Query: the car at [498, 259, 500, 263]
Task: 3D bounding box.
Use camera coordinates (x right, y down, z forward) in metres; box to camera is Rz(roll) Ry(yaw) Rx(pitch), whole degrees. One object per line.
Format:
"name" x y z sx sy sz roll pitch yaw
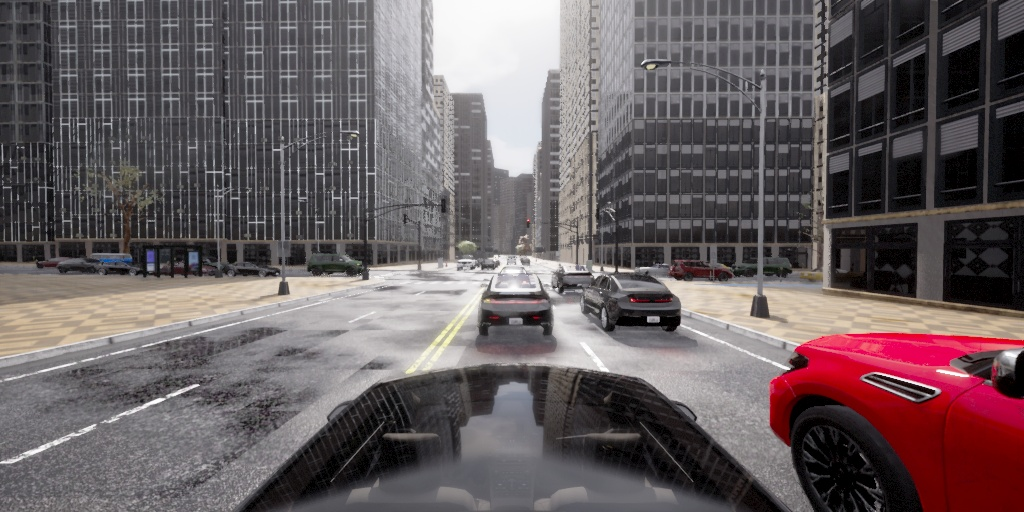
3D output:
"car" -3.401 1.267 61.752 1.994 1.385 4.181 0 0 0

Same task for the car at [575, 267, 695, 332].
"car" 3.339 1.250 10.888 1.837 1.490 4.892 0 0 0

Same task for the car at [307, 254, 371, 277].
"car" -16.349 0.846 33.917 5.566 2.045 2.150 0 1 4

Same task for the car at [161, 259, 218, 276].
"car" -28.450 1.138 31.606 4.207 1.307 1.802 0 0 1

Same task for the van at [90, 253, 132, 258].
"van" -45.332 0.605 40.420 3.998 1.789 1.690 0 0 1

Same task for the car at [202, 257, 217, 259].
"car" -29.085 0.859 34.305 4.553 1.767 2.097 0 1 1

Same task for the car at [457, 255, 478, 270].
"car" -6.648 0.935 52.614 2.150 2.045 5.566 0 0 0

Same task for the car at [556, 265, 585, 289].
"car" 3.330 1.232 20.136 2.128 1.511 4.902 0 0 0

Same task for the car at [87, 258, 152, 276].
"car" -34.131 1.069 31.773 4.313 1.339 1.948 0 0 1

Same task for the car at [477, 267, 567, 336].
"car" 0.090 1.238 10.393 2.128 1.511 4.902 0 0 0

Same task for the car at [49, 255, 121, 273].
"car" -40.895 0.925 34.545 4.674 1.442 1.812 1 1 2

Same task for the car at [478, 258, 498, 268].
"car" -3.397 1.192 52.166 1.882 1.535 5.008 0 0 0

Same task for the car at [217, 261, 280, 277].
"car" -22.766 1.174 31.479 4.313 1.339 1.948 0 0 1

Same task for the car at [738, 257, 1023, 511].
"car" 3.350 0.972 0.776 2.150 2.045 5.566 0 0 0

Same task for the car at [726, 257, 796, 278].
"car" 25.356 1.160 36.621 5.566 2.045 2.150 0 1 1

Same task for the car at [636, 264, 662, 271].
"car" 15.059 1.451 36.779 4.718 1.301 1.895 0 1 0

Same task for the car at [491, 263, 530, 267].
"car" 0.080 1.288 20.128 2.033 1.411 5.357 0 0 0

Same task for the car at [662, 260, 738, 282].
"car" 16.160 1.269 30.997 5.009 1.841 2.192 0 0 1
